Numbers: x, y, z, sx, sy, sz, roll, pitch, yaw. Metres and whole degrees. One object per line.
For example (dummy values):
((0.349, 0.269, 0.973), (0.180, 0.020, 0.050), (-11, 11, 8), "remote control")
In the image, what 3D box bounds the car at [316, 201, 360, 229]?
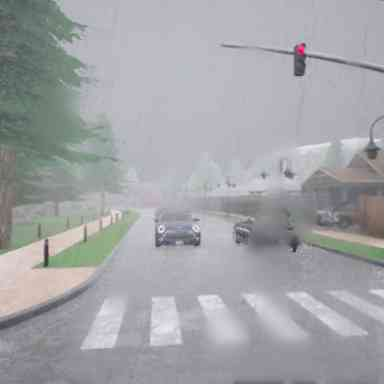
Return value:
((11.536, 1.616, 23.256), (4.605, 1.855, 1.932), (0, -1, -6), "car")

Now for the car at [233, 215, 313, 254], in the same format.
((3.175, 1.790, 14.969), (2.128, 1.511, 4.902), (0, -1, -6), "car")

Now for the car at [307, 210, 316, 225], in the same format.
((10.872, 1.672, 25.711), (3.866, 1.878, 1.905), (0, -1, -6), "car")

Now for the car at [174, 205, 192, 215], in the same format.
((-1.415, 2.659, 50.366), (1.895, 1.301, 4.718), (0, -1, -12), "car")

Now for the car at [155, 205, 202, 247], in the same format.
((-0.792, 1.706, 16.957), (2.097, 1.767, 4.553), (0, -1, -6), "car")

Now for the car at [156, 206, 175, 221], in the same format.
((-2.932, 2.270, 36.168), (1.837, 1.490, 4.892), (0, -1, -7), "car")

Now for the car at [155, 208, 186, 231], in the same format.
((-1.772, 2.037, 25.897), (2.128, 1.511, 4.902), (0, -1, -6), "car")

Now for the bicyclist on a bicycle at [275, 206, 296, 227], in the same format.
((6.155, 1.723, 22.314), (1.656, 1.620, 0.582), (0, -1, -6), "bicyclist on a bicycle")
